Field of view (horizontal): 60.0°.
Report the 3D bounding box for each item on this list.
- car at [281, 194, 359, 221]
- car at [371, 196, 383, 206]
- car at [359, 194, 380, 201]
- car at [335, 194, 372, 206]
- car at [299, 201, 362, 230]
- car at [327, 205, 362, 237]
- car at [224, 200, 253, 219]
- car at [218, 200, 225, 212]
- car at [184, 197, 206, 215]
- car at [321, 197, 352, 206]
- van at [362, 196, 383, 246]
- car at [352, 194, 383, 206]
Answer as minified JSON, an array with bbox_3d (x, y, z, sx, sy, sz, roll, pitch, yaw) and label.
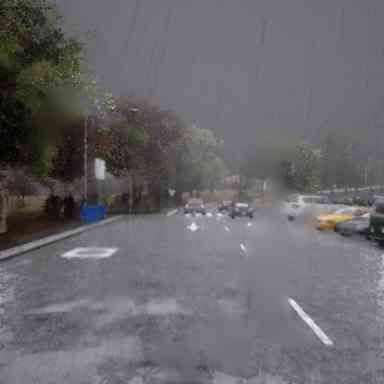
[{"bbox_3d":[9.575,1.291,25.681,5.566,2.045,2.435,1,0,-20],"label":"car"},{"bbox_3d":[34.450,1.550,58.808,2.185,1.767,4.553,1,-1,-21],"label":"car"},{"bbox_3d":[22.652,1.358,41.583,2.435,2.045,5.566,0,1,-21],"label":"car"},{"bbox_3d":[28.393,1.403,58.685,2.435,2.045,5.566,0,-1,-21],"label":"car"},{"bbox_3d":[9.342,1.528,19.590,5.366,1.575,1.946,1,0,-20],"label":"car"},{"bbox_3d":[9.504,1.571,16.647,4.674,1.452,2.002,1,0,-20],"label":"car"},{"bbox_3d":[4.218,1.570,29.357,1.812,1.442,4.674,0,0,0],"label":"car"},{"bbox_3d":[4.651,1.607,40.052,2.033,1.411,5.357,0,0,22],"label":"car"},{"bbox_3d":[0.320,1.389,33.988,2.097,1.767,4.553,0,0,2],"label":"car"},{"bbox_3d":[25.369,1.672,58.624,2.163,1.488,4.792,0,-1,-21],"label":"car"},{"bbox_3d":[9.590,1.304,13.689,4.442,1.987,1.878,1,0,-20],"label":"van"},{"bbox_3d":[31.454,1.413,58.701,2.435,2.045,5.566,1,-1,-21],"label":"car"}]
